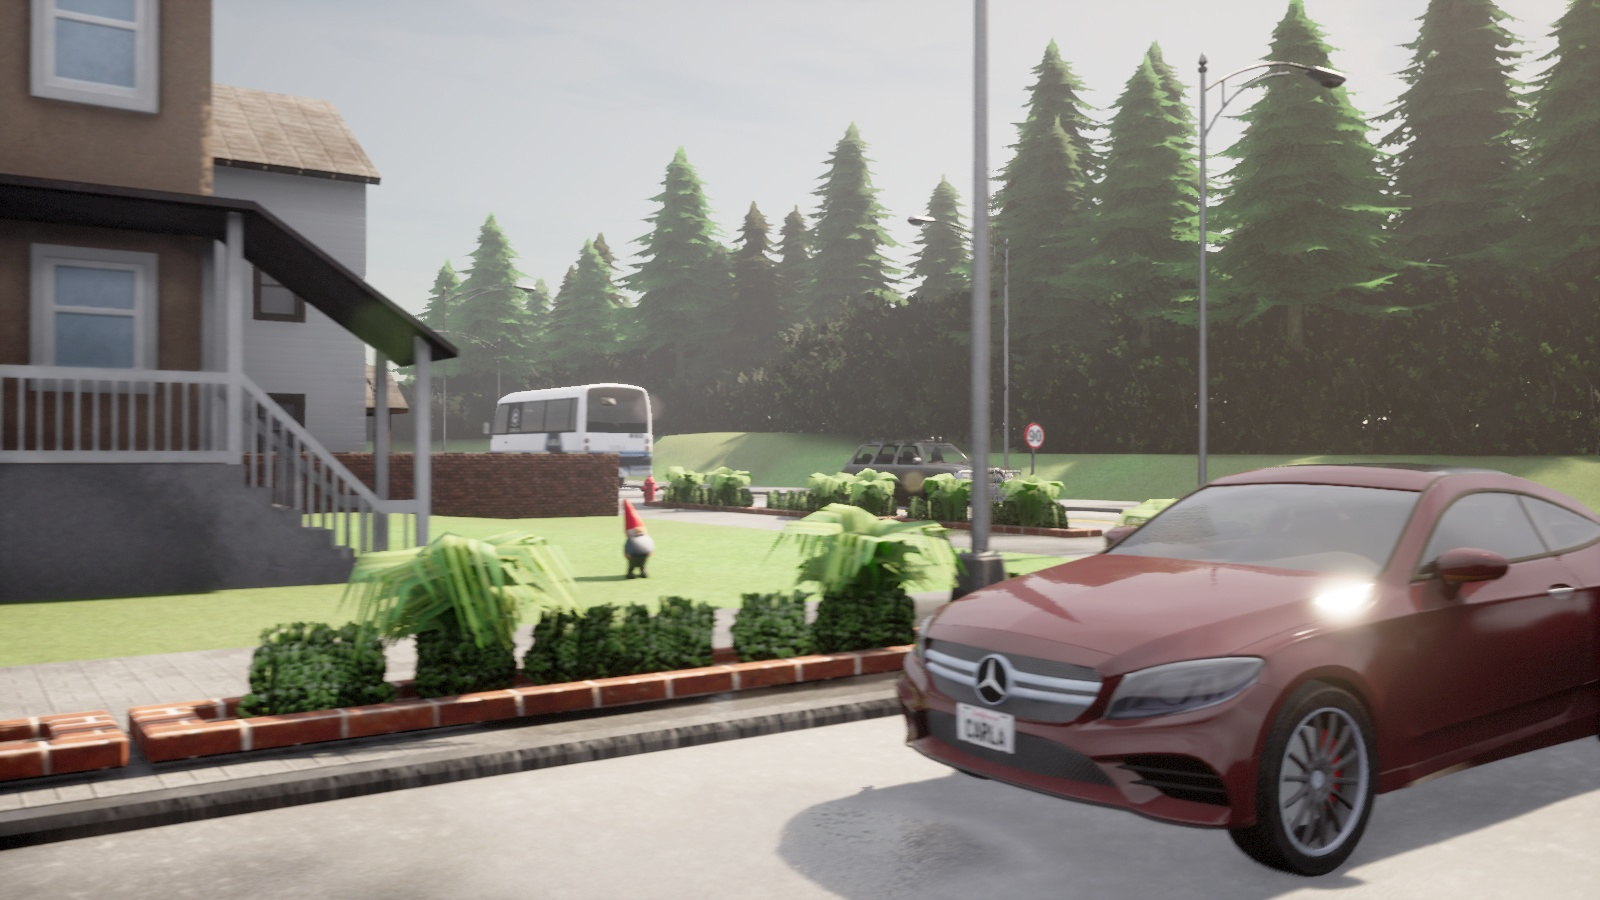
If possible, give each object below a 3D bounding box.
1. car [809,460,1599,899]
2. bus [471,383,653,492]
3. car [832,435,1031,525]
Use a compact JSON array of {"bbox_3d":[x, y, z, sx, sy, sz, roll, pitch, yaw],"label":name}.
[{"bbox_3d":[2.474,0.780,5.951,4.674,1.442,1.812,0,0,-35],"label":"car"},{"bbox_3d":[-10.572,-0.475,54.670,3.944,4.253,10.273,0,0,-35],"label":"bus"},{"bbox_3d":[2.863,0.625,28.330,1.932,1.855,4.605,0,0,-35],"label":"car"}]
